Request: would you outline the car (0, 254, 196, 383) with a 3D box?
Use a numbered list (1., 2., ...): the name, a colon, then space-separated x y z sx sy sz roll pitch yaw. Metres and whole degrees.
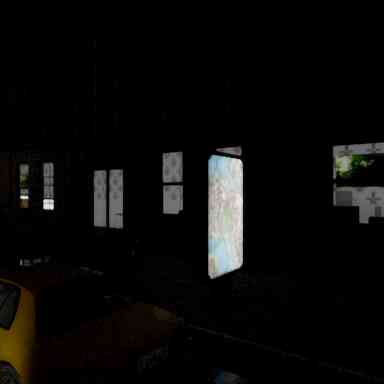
1. car: -2.236 1.525 4.469 4.829 1.417 1.752 0 0 36
